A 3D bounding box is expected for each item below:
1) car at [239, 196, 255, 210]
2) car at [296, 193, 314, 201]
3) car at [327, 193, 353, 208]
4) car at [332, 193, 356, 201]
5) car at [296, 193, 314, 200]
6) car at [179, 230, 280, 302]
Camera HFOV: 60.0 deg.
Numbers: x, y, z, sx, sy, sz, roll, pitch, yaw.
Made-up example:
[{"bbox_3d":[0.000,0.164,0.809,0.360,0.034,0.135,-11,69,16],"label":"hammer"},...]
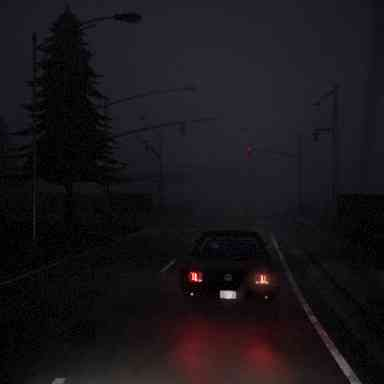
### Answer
[{"bbox_3d":[7.178,1.348,43.255,2.097,1.767,4.553,0,0,10],"label":"car"},{"bbox_3d":[26.057,1.354,76.801,3.806,1.475,1.970,0,0,10],"label":"car"},{"bbox_3d":[20.190,1.327,43.050,5.027,1.636,2.152,0,0,10],"label":"car"},{"bbox_3d":[34.416,1.091,75.374,4.605,1.855,1.932,0,0,10],"label":"car"},{"bbox_3d":[27.234,1.070,79.971,3.866,1.878,1.905,0,0,10],"label":"car"},{"bbox_3d":[0.979,1.600,8.313,1.895,1.301,4.718,0,0,8],"label":"car"}]
